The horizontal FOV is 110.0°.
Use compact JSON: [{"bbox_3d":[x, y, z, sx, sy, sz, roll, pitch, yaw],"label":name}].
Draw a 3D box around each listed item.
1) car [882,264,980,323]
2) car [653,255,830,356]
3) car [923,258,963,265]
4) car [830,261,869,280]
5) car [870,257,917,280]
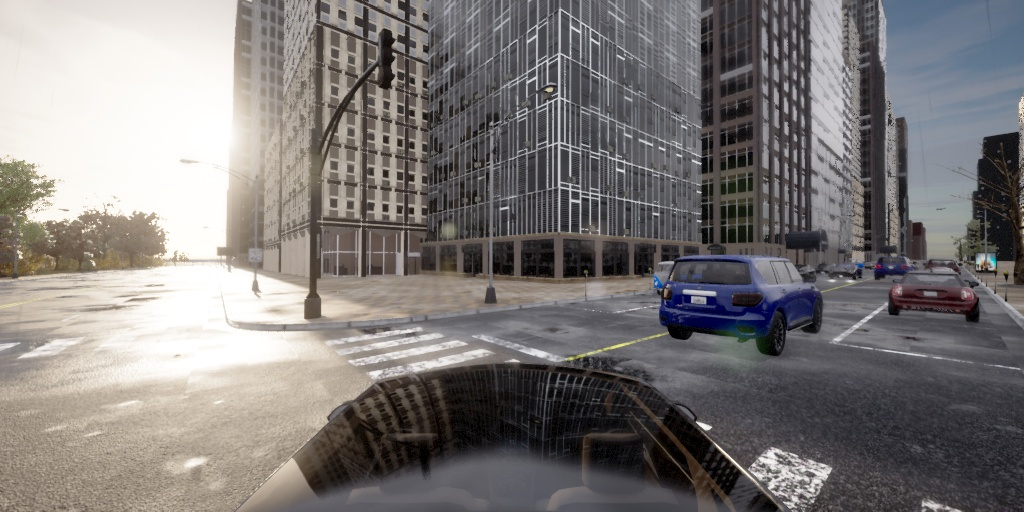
[{"bbox_3d":[14.534,1.211,12.382,4.097,1.591,1.967,0,0,-39],"label":"car"},{"bbox_3d":[5.867,0.995,8.963,5.566,2.045,2.150,0,0,-39],"label":"car"},{"bbox_3d":[36.516,1.144,30.431,5.009,1.841,2.192,0,0,-39],"label":"car"},{"bbox_3d":[31.252,1.413,33.490,5.357,1.411,2.033,0,-1,-39],"label":"car"},{"bbox_3d":[33.514,1.066,31.369,5.566,2.045,2.150,0,0,-38],"label":"car"}]
